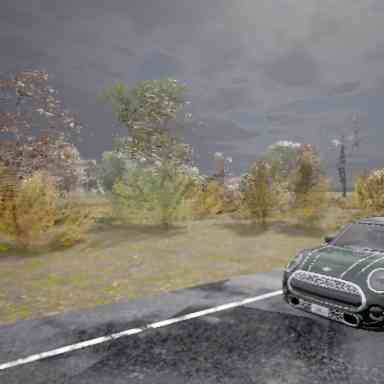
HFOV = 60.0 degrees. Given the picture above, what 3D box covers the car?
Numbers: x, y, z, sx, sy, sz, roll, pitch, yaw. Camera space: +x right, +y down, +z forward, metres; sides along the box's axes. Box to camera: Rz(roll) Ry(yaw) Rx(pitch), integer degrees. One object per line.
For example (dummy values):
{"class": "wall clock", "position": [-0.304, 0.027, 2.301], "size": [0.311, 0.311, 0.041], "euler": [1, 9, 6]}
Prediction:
{"class": "car", "position": [3.930, 1.327, 6.726], "size": [4.553, 1.767, 2.097], "euler": [0, 0, -35]}
